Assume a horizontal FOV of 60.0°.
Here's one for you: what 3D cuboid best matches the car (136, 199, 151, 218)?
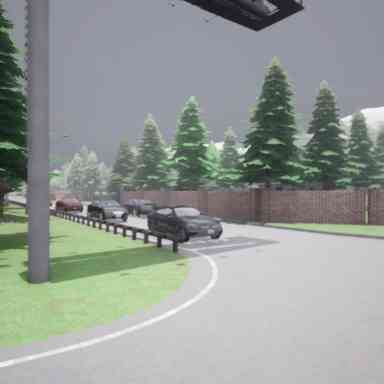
[{"bbox_3d":[-4.582,1.309,28.377,2.128,1.511,4.902,0,0,-33],"label":"car"}]

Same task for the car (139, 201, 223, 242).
[{"bbox_3d":[-0.511,1.345,15.434,1.812,1.442,4.674,0,0,-33],"label":"car"}]

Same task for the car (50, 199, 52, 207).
[{"bbox_3d":[-21.003,1.406,46.817,1.994,1.385,4.181,0,0,-33],"label":"car"}]

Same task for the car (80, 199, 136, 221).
[{"bbox_3d":[-6.214,1.311,24.114,2.128,1.511,4.902,0,0,-33],"label":"car"}]

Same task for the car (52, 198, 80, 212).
[{"bbox_3d":[-12.402,1.298,33.547,1.882,1.535,5.008,0,0,-33],"label":"car"}]
